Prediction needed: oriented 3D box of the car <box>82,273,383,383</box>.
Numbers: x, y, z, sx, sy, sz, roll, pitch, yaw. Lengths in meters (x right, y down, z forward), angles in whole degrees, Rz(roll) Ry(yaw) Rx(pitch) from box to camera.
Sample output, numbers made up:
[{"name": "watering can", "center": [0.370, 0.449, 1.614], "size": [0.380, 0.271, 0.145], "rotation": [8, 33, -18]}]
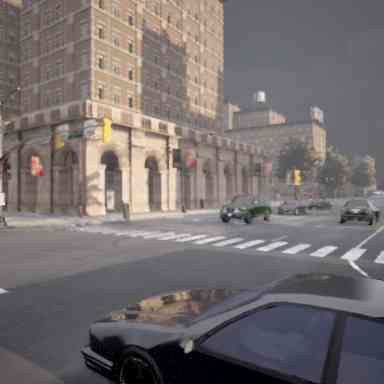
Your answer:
[{"name": "car", "center": [1.328, 1.548, 3.056], "size": [5.357, 1.411, 2.033], "rotation": [0, 0, 35]}]

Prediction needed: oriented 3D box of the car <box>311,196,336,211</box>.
[{"name": "car", "center": [16.280, 1.556, 42.300], "size": [2.033, 1.411, 5.357], "rotation": [0, 0, 36]}]

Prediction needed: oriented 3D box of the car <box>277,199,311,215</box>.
[{"name": "car", "center": [10.219, 1.514, 33.765], "size": [1.837, 1.490, 4.892], "rotation": [0, 0, 35]}]

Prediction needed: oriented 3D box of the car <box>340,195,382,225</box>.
[{"name": "car", "center": [12.364, 1.354, 24.357], "size": [2.097, 1.767, 4.553], "rotation": [0, 0, 35]}]

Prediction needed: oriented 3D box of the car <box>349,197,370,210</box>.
[{"name": "car", "center": [22.624, 1.509, 44.935], "size": [1.837, 1.490, 4.892], "rotation": [0, 0, 35]}]

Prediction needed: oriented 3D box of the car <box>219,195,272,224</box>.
[{"name": "car", "center": [4.199, 1.231, 25.283], "size": [2.150, 2.045, 5.566], "rotation": [0, 0, 35]}]
